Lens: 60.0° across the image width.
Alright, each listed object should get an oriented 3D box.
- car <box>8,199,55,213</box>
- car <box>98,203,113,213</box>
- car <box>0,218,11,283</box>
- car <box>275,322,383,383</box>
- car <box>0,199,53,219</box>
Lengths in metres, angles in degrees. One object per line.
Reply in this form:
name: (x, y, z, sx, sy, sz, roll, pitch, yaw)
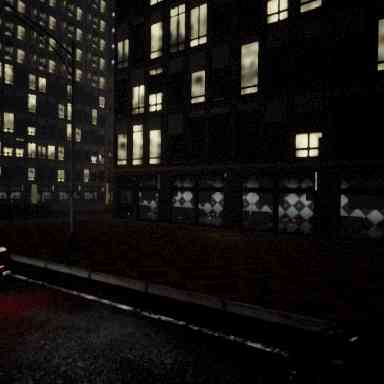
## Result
car: (-19.183, 1.641, 39.931, 1.752, 1.417, 4.829, 1, 0, 36)
car: (-8.888, 1.828, 39.783, 1.752, 1.417, 4.829, 1, 0, 36)
car: (-6.376, 1.487, 8.203, 4.902, 1.511, 2.128, 0, 0, 36)
car: (2.846, 1.490, 1.654, 4.902, 1.511, 2.128, 0, 0, 35)
car: (-15.671, 1.517, 30.561, 2.192, 1.841, 5.009, 1, 0, 36)
